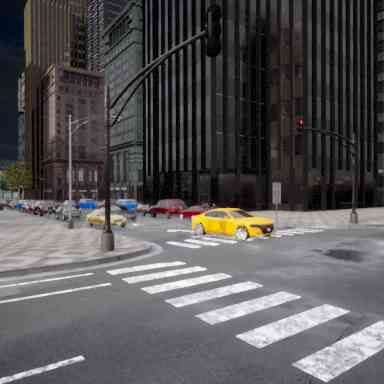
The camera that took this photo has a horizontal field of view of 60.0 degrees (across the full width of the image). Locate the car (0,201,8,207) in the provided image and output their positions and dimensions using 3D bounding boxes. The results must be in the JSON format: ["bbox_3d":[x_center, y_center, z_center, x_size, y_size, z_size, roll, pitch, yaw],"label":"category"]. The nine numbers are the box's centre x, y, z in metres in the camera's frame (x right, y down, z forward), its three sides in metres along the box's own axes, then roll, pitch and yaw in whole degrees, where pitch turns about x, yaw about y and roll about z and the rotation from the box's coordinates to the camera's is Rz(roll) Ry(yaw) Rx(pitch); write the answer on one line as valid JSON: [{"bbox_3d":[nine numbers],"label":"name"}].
[{"bbox_3d":[-44.549,2.770,77.963,1.802,1.307,4.206,-1,0,-35],"label":"car"}]

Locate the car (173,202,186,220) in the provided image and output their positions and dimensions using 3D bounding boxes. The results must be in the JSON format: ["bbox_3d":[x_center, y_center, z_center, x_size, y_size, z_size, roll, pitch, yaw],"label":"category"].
[{"bbox_3d":[0.524,1.828,29.447,1.887,1.381,4.507,-1,0,-35],"label":"car"}]

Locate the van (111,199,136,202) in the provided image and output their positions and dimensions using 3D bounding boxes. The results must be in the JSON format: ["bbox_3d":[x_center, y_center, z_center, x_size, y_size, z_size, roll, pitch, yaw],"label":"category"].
[{"bbox_3d":[-8.328,1.832,41.883,1.690,1.788,3.998,-1,0,-35],"label":"van"}]

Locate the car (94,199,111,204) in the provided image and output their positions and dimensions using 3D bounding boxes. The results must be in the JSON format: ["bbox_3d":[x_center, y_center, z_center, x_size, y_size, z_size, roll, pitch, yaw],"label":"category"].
[{"bbox_3d":[-11.277,1.874,46.028,2.192,1.841,5.009,-1,0,-35],"label":"car"}]

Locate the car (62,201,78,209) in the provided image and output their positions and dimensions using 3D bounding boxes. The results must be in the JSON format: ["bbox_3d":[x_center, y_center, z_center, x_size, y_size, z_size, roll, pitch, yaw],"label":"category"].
[{"bbox_3d":[-22.810,2.406,62.163,1.802,1.307,4.206,-1,0,-35],"label":"car"}]

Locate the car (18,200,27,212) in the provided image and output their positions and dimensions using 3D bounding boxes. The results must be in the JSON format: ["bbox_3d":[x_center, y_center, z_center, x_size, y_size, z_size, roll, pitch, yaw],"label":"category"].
[{"bbox_3d":[-23.448,2.156,48.372,1.967,1.590,4.097,-1,0,-35],"label":"car"}]

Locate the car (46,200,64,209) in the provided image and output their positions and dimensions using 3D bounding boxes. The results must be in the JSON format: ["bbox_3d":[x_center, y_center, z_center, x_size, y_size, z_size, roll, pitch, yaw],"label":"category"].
[{"bbox_3d":[-25.072,2.315,60.756,1.882,1.535,5.008,0,-1,-35],"label":"car"}]

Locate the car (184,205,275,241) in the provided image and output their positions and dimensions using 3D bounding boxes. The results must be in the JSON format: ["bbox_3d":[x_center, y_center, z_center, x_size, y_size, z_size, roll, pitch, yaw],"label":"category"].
[{"bbox_3d":[2.037,1.613,17.691,1.882,1.535,5.008,0,-2,-40],"label":"car"}]

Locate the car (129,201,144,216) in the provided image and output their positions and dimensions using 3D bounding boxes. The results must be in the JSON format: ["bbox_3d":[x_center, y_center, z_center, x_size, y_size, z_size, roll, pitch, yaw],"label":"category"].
[{"bbox_3d":[-5.373,2.004,37.738,1.802,1.307,4.206,-1,0,-35],"label":"car"}]

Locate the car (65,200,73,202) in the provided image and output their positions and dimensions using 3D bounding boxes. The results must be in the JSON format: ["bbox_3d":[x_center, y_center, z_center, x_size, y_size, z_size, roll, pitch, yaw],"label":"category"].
[{"bbox_3d":[-18.780,2.195,46.510,2.033,1.411,5.357,0,-1,-35],"label":"car"}]

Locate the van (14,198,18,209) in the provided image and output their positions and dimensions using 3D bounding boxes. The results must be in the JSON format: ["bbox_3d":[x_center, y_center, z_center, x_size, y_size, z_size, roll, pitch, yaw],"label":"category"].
[{"bbox_3d":[-26.287,2.122,52.350,1.690,1.788,3.998,-1,0,-35],"label":"van"}]

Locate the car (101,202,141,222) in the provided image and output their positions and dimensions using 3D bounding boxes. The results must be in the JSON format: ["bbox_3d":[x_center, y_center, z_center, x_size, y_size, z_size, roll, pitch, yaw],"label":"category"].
[{"bbox_3d":[-6.584,1.888,29.324,1.812,1.442,4.674,0,-1,-36],"label":"car"}]

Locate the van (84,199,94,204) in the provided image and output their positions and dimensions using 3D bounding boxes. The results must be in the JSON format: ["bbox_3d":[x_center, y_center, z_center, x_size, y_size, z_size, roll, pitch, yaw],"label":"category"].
[{"bbox_3d":[-17.174,2.037,54.318,1.690,1.788,3.998,-1,0,-35],"label":"van"}]

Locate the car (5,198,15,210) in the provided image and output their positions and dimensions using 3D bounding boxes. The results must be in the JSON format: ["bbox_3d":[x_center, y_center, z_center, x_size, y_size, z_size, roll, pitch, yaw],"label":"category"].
[{"bbox_3d":[-32.062,2.353,60.451,1.967,1.590,4.097,-1,0,-35],"label":"car"}]

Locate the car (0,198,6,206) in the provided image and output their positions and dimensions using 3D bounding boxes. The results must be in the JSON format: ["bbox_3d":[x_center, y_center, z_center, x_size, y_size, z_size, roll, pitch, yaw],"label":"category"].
[{"bbox_3d":[-41.428,2.666,73.586,1.887,1.381,4.507,-1,0,-35],"label":"car"}]

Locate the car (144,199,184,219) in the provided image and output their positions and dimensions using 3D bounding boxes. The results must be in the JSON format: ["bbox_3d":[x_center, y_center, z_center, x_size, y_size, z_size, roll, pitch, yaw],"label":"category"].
[{"bbox_3d":[-2.430,1.668,33.593,2.192,1.841,5.009,-1,0,-35],"label":"car"}]

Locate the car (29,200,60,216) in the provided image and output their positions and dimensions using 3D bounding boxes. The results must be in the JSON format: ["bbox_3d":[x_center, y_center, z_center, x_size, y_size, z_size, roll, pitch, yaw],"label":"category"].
[{"bbox_3d":[-17.777,1.900,40.416,2.192,1.841,5.009,-1,0,-35],"label":"car"}]

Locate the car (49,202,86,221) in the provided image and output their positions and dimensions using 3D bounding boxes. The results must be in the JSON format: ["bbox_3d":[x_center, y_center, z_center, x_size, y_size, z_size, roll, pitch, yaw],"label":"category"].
[{"bbox_3d":[-12.098,2.004,32.460,2.008,1.369,4.403,-1,0,-35],"label":"car"}]

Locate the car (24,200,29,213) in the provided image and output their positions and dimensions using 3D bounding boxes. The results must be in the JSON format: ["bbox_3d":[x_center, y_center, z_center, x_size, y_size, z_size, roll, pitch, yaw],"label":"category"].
[{"bbox_3d":[-20.609,2.195,44.394,1.887,1.381,4.507,-1,0,-35],"label":"car"}]

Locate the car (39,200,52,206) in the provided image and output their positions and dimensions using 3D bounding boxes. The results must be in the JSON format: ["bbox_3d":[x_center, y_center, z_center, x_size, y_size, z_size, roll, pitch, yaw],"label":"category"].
[{"bbox_3d":[-34.893,2.659,79.106,1.947,1.339,4.313,-1,0,-35],"label":"car"}]

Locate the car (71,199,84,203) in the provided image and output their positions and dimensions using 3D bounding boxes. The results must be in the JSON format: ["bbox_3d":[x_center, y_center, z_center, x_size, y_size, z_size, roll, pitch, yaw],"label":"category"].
[{"bbox_3d":[-19.365,2.059,52.758,2.097,1.767,4.553,0,-1,-36],"label":"car"}]

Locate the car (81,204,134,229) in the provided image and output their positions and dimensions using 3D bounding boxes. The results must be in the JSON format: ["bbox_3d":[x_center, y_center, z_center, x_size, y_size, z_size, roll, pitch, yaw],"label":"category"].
[{"bbox_3d":[-6.327,1.843,24.366,1.752,1.417,4.829,-1,0,-35],"label":"car"}]

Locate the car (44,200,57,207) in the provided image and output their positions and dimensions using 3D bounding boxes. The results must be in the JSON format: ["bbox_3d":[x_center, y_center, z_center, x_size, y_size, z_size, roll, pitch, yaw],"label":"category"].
[{"bbox_3d":[-31.871,2.594,74.869,1.947,1.339,4.313,-1,0,-35],"label":"car"}]
